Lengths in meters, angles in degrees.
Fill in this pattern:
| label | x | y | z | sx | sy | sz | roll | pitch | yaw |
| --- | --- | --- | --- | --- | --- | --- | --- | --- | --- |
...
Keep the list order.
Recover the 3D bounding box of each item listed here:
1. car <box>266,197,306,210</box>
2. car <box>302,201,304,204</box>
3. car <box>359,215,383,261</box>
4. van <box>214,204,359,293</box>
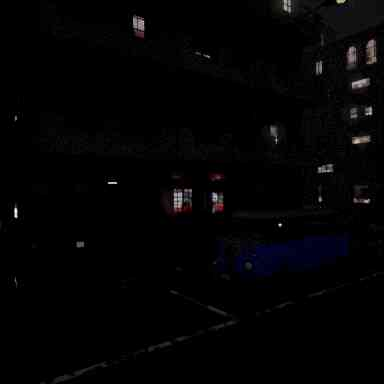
| label | x | y | z | sx | sy | sz | roll | pitch | yaw |
| --- | --- | --- | --- | --- | --- | --- | --- | --- | --- |
| car | 11.553 | 1.352 | 40.963 | 1.887 | 1.381 | 4.507 | -1 | 1 | -37 |
| car | 10.311 | 1.527 | 32.762 | 1.895 | 1.301 | 4.718 | -1 | 1 | -37 |
| car | 6.829 | 1.546 | 11.948 | 4.403 | 1.369 | 2.008 | 0 | -1 | -37 |
| van | 2.399 | 1.338 | 8.555 | 3.998 | 1.788 | 1.690 | 0 | -1 | -37 |
